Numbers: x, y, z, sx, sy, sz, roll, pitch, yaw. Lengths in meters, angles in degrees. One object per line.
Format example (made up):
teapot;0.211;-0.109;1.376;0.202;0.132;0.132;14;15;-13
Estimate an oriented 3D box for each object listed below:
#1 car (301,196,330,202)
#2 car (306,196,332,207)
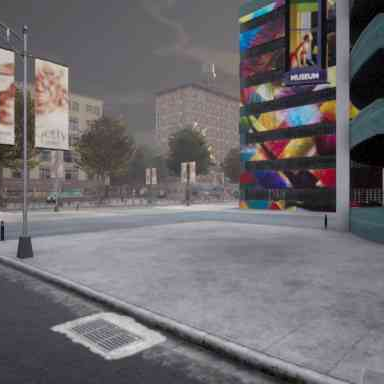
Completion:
car;14.246;1.320;39.325;2.002;1.452;4.674;0;0;43
car;19.561;1.413;51.051;2.161;1.482;4.786;0;0;43
